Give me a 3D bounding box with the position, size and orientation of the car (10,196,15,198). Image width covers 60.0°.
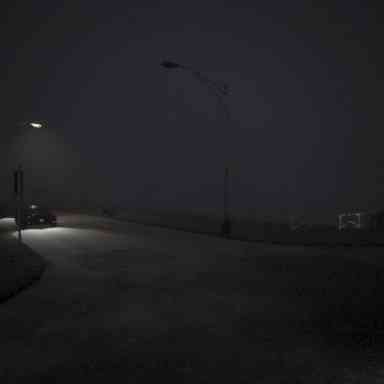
[{"bbox_3d":[-21.969,1.499,38.279,1.812,1.442,4.674,0,0,-36],"label":"car"}]

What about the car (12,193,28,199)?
[{"bbox_3d":[-28.344,1.170,54.415,2.150,2.045,5.566,0,0,-35],"label":"car"}]

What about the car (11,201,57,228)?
[{"bbox_3d":[-10.292,1.539,21.833,1.994,1.385,4.181,0,0,-35],"label":"car"}]

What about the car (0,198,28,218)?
[{"bbox_3d":[-16.051,1.538,29.915,1.994,1.385,4.181,0,0,-36],"label":"car"}]
